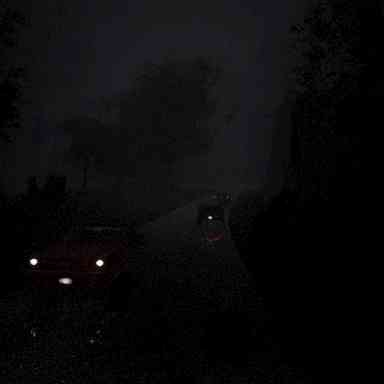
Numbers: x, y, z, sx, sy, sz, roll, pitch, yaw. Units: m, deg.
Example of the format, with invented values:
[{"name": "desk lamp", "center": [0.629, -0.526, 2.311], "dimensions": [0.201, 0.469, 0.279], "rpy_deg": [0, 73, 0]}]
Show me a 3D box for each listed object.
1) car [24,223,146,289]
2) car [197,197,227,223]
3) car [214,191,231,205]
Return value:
[{"name": "car", "center": [-2.597, 1.588, 9.279], "dimensions": [1.895, 1.301, 4.718], "rpy_deg": [1, 0, 3]}, {"name": "car", "center": [1.433, 1.375, 24.210], "dimensions": [1.837, 1.490, 4.892], "rpy_deg": [0, 1, 5]}, {"name": "car", "center": [3.859, 0.615, 42.170], "dimensions": [2.097, 1.767, 4.553], "rpy_deg": [1, 3, 9]}]
